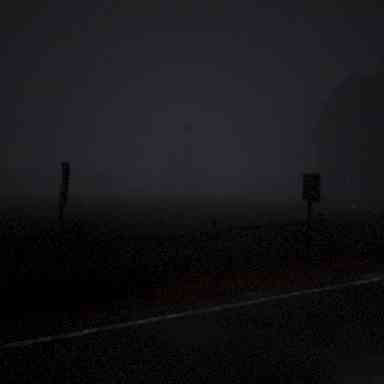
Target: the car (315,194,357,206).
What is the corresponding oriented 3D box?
[{"bbox_3d":[12.539,0.938,30.302,1.837,1.490,4.892,0,2,-30],"label":"car"}]
